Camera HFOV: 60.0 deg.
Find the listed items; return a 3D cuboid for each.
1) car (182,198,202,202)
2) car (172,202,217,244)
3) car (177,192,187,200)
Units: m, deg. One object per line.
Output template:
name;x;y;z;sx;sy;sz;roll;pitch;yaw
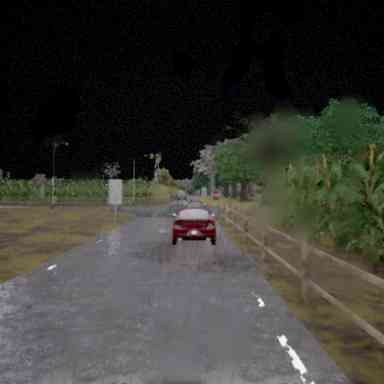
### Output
car;0.328;1.488;29.685;1.994;1.385;4.181;0;0;6
car;0.087;1.437;15.695;1.882;1.535;5.008;0;0;0
car;-2.559;1.029;83.179;2.150;2.045;5.566;0;0;0
